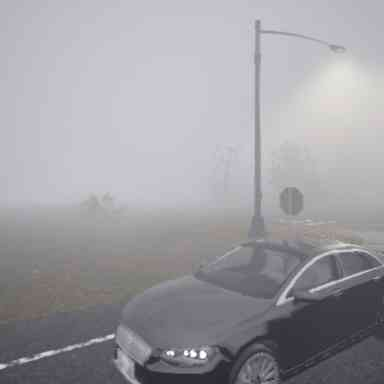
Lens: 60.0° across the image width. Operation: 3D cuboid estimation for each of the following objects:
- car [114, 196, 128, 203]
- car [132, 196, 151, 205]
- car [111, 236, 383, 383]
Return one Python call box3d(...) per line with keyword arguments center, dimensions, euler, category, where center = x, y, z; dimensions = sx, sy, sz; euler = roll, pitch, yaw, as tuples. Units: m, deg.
box3d(center=(-13.877, 1.346, 62.702), dimensions=(1.895, 1.301, 4.718), euler=(0, 0, -34), category="car")
box3d(center=(-8.293, 1.330, 54.399), dimensions=(1.994, 1.385, 4.181), euler=(0, 0, -33), category="car")
box3d(center=(1.316, 1.471, 4.821), dimensions=(4.902, 1.511, 2.128), euler=(0, 0, -35), category="car")
